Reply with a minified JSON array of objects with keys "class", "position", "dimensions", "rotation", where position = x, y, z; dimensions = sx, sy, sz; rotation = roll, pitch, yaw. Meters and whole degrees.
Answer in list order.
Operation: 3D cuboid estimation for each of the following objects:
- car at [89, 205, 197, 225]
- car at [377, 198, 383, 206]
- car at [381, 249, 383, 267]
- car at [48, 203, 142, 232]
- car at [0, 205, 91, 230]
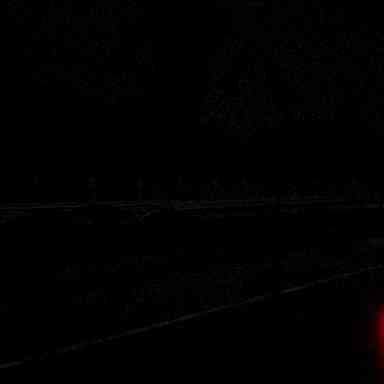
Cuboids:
[{"class":"car","position":[-1.908,1.473,15.481],"dimensions":[4.902,1.511,2.128],"rotation":[0,0,-35]},{"class":"car","position":[26.210,1.048,43.020],"dimensions":[5.357,1.411,2.033],"rotation":[-1,1,-33]},{"class":"car","position":[6.966,1.571,8.638],"dimensions":[4.718,1.301,1.895],"rotation":[0,0,-35]},{"class":"car","position":[-6.053,1.527,21.130],"dimensions":[5.357,1.411,2.033],"rotation":[0,0,-35]},{"class":"car","position":[-7.467,1.539,15.850],"dimensions":[5.357,1.411,2.033],"rotation":[0,0,-35]}]
